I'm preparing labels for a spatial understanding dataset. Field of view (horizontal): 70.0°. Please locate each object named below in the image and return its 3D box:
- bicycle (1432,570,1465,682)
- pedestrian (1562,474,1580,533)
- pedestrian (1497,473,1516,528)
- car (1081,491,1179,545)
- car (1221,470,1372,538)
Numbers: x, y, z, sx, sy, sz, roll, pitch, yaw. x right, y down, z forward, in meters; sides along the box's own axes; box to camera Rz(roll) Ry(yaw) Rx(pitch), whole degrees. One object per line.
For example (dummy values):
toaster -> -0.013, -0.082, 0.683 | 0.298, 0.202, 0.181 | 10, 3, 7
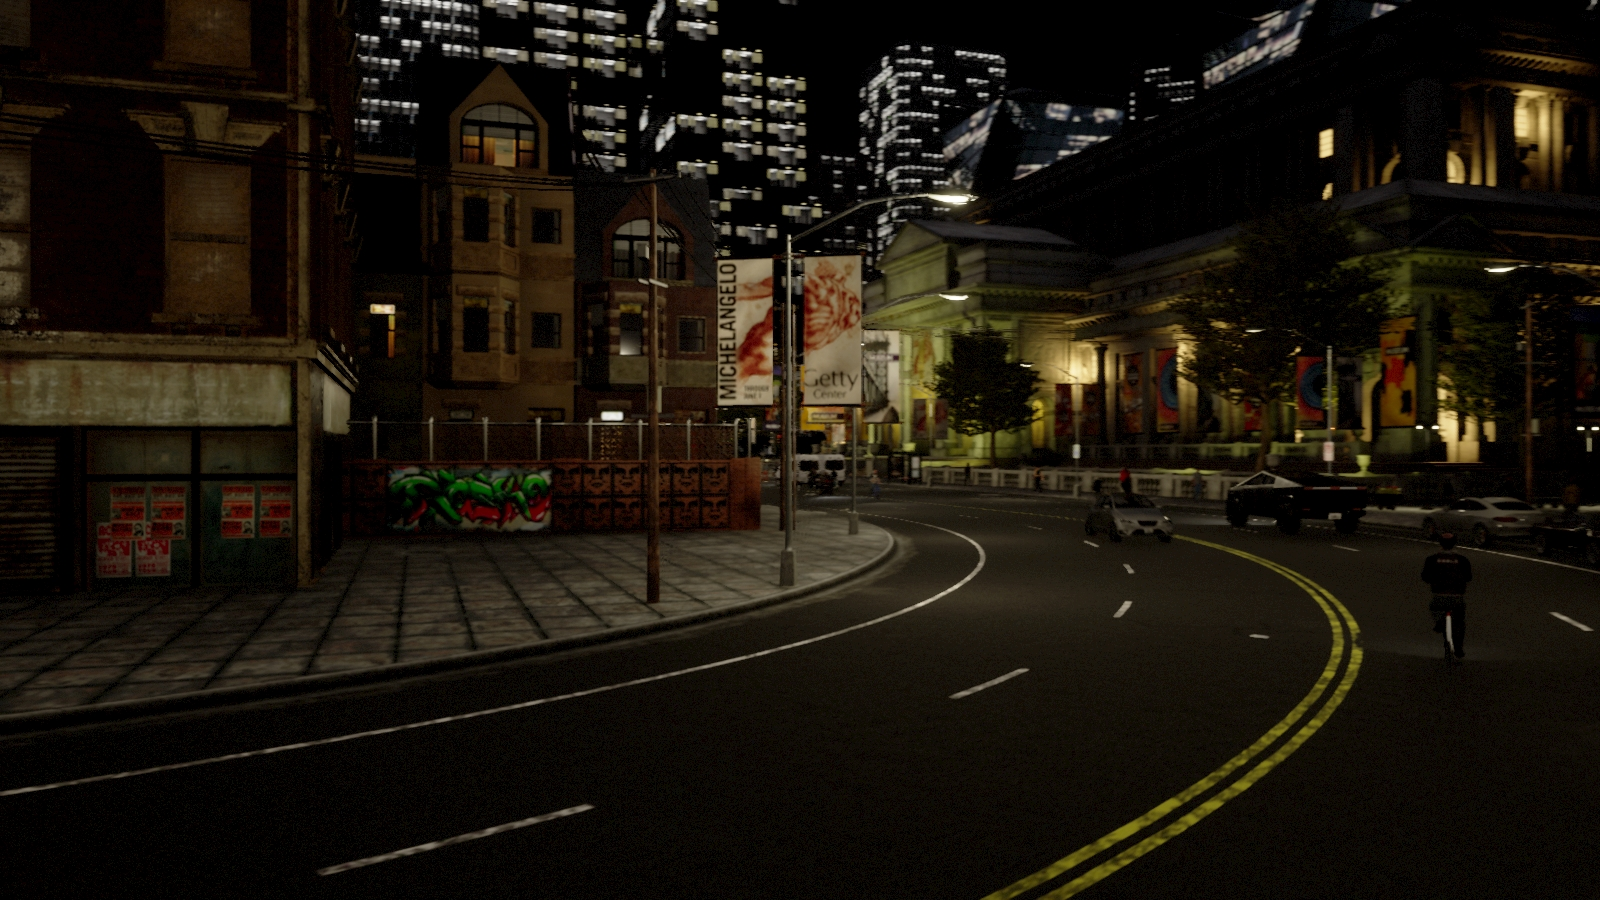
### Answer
bicycle -> 8.328, 2.219, 14.690 | 0.329, 1.171, 1.835 | -1, 0, 29
pedestrian -> 24.603, 1.716, 36.454 | 0.375, 1.860, 0.375 | 0, 0, 15
pedestrian -> 24.273, 1.718, 39.251 | 0.375, 1.860, 0.375 | 0, 0, -10
car -> 10.312, 2.095, 35.975 | 1.816, 1.474, 4.193 | 0, 0, -1
car -> 17.126, 1.782, 39.885 | 2.390, 2.098, 6.274 | 0, 0, -2
